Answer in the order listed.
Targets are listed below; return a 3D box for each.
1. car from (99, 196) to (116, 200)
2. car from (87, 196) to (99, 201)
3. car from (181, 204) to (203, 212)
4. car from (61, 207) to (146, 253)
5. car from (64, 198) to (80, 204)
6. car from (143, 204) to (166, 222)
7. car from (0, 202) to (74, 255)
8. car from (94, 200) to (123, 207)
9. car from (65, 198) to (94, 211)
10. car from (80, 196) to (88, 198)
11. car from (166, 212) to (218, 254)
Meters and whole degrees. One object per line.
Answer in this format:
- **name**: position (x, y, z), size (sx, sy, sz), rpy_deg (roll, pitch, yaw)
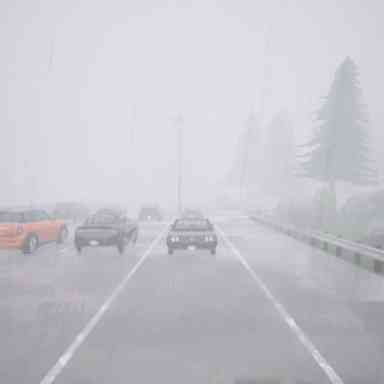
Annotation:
- **car**: position (-20.942, 2.017, 84.621), size (2.150, 2.045, 5.566), rpy_deg (0, -1, 4)
- **car**: position (-24.382, 2.154, 85.424), size (2.097, 1.767, 4.553), rpy_deg (0, -1, 4)
- **car**: position (0.000, 1.802, 29.415), size (1.812, 1.442, 4.674), rpy_deg (0, 0, 0)
- **car**: position (-3.496, 1.627, 14.291), size (2.128, 1.511, 4.902), rpy_deg (0, 0, 0)
- **car**: position (-31.277, 2.353, 86.887), size (2.033, 1.411, 5.357), rpy_deg (0, -1, 4)
- **car**: position (-3.504, 1.783, 29.337), size (1.837, 1.490, 4.892), rpy_deg (0, 0, 0)
- **car**: position (-6.997, 1.483, 14.086), size (2.097, 1.767, 4.553), rpy_deg (0, -1, 0)
- **car**: position (-7.003, 1.755, 29.516), size (1.882, 1.535, 5.008), rpy_deg (0, 0, 0)
- **car**: position (-10.506, 1.623, 29.100), size (2.097, 1.767, 4.553), rpy_deg (0, -1, 0)
- **car**: position (-27.832, 2.031, 86.114), size (2.150, 2.045, 5.566), rpy_deg (0, -1, 4)
- **car**: position (0.002, 1.734, 14.107), size (1.895, 1.301, 4.718), rpy_deg (0, 0, 0)
